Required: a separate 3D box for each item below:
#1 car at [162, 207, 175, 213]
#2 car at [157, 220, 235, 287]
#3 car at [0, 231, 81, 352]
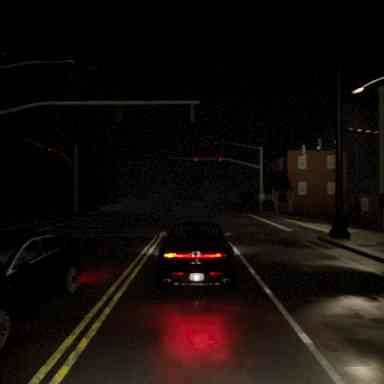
[{"bbox_3d":[-3.581,3.145,52.626,2.033,1.411,5.357,0,-10,0],"label":"car"},{"bbox_3d":[0.099,1.566,9.459,1.837,1.490,4.892,0,0,0],"label":"car"},{"bbox_3d":[-3.569,1.532,6.070,2.128,1.511,4.902,0,0,0],"label":"car"}]
